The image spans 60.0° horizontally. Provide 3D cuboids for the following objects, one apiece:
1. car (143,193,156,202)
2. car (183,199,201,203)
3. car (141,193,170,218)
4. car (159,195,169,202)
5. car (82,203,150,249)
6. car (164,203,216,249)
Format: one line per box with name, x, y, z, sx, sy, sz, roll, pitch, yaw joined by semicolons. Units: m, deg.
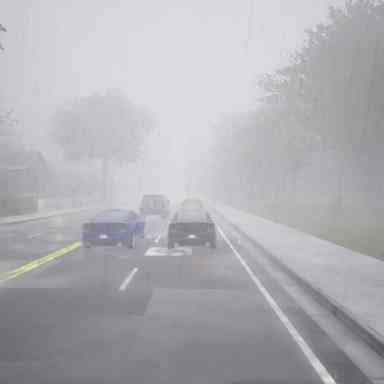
car;-9.750;1.166;76.682;2.150;2.045;5.566;0;0;0
car;0.000;1.362;29.620;2.097;1.767;4.553;0;0;0
car;-3.250;1.254;29.680;2.150;2.045;5.566;0;0;0
car;-6.500;1.494;76.710;1.994;1.385;4.181;0;0;0
car;-3.250;1.482;14.650;1.882;1.535;5.008;0;0;0
car;0.000;1.482;14.650;1.882;1.535;5.008;0;0;0
